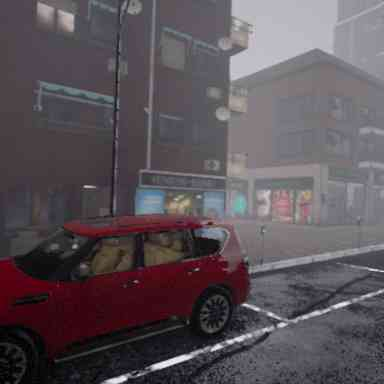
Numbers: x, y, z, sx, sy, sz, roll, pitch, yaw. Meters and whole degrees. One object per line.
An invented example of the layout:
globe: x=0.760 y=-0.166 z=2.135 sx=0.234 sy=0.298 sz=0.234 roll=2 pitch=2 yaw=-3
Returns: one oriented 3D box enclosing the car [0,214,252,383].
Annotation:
car: x=-1.268 y=1.336 z=5.161 sx=5.009 sy=1.841 sz=2.192 roll=1 pitch=1 yaw=-35
